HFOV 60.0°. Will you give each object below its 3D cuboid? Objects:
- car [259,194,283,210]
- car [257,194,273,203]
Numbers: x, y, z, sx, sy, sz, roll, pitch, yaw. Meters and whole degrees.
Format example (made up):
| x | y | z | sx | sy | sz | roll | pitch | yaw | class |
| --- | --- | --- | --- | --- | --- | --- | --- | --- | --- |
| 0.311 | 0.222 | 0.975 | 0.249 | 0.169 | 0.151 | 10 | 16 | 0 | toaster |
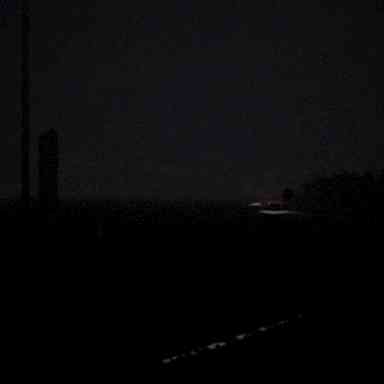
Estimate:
| x | y | z | sx | sy | sz | roll | pitch | yaw | class |
| --- | --- | --- | --- | --- | --- | --- | --- | --- | --- |
| 9.087 | 1.232 | 38.141 | 1.882 | 1.535 | 5.008 | 0 | 0 | 3 | car |
| 13.175 | 1.105 | 59.699 | 2.128 | 1.511 | 4.902 | 0 | 0 | 20 | car |
